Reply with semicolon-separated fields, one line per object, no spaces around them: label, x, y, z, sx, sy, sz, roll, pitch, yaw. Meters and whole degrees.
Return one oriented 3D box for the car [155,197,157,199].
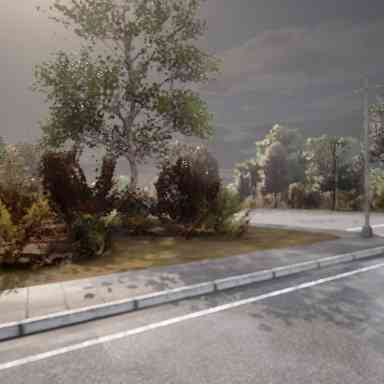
car;-5.854;1.818;53.159;5.566;2.045;2.150;-2;-1;40
